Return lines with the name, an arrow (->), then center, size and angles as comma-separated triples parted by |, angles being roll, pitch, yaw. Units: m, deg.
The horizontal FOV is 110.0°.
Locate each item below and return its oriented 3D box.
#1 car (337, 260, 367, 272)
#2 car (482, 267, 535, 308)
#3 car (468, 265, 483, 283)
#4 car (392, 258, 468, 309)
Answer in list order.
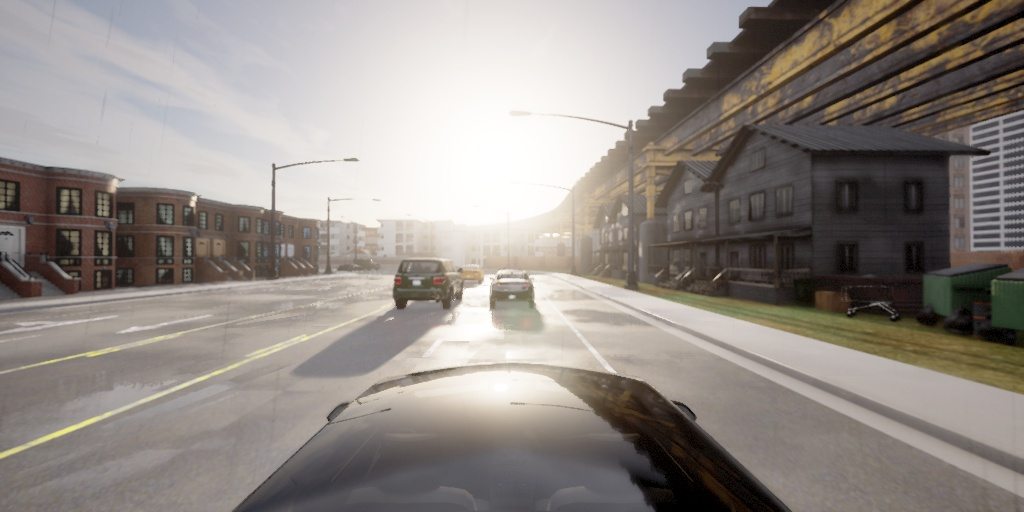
car -> -26.729, 1.853, 59.156 | 4.181, 1.385, 1.994 | 0, -1, 26
car -> 0.004, 1.378, 16.139 | 2.128, 1.511, 4.902 | 0, 0, 0
car -> -3.496, 1.505, 31.324 | 1.882, 1.535, 5.008 | 0, 0, 0
car -> -3.498, 1.099, 15.868 | 2.150, 2.045, 5.566 | 0, 0, 0
